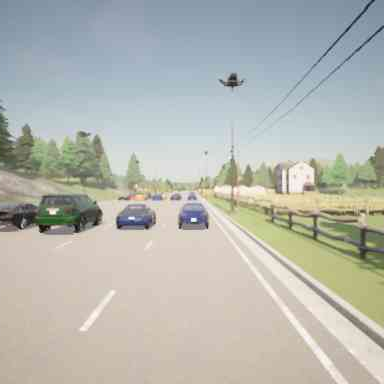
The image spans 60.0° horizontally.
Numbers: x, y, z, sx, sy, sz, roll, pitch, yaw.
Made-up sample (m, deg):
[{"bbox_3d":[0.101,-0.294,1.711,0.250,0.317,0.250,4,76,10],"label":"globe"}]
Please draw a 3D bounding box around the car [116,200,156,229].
[{"bbox_3d":[-3.391,1.434,20.723,1.994,1.385,4.181,0,0,0],"label":"car"}]

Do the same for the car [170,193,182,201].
[{"bbox_3d":[-3.471,1.123,68.585,1.994,1.385,4.181,0,0,0],"label":"car"}]

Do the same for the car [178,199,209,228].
[{"bbox_3d":[0.096,1.393,21.068,1.812,1.442,4.674,0,0,0],"label":"car"}]

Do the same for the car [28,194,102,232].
[{"bbox_3d":[-6.891,1.101,19.150,2.150,2.045,5.566,0,0,0],"label":"car"}]

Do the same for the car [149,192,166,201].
[{"bbox_3d":[-6.971,1.046,68.203,1.882,1.535,5.008,0,0,0],"label":"car"}]

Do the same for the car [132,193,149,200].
[{"bbox_3d":[-10.471,0.918,68.590,2.097,1.767,4.553,0,0,0],"label":"car"}]

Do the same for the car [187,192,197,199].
[{"bbox_3d":[0.029,1.090,68.617,1.812,1.442,4.674,0,0,0],"label":"car"}]

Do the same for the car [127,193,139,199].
[{"bbox_3d":[-13.966,0.893,78.655,1.994,1.385,4.181,0,0,0],"label":"car"}]

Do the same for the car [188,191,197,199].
[{"bbox_3d":[0.034,0.695,78.588,2.097,1.767,4.553,0,0,0],"label":"car"}]

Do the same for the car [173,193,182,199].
[{"bbox_3d":[-3.466,0.893,78.620,1.994,1.385,4.181,0,0,0],"label":"car"}]

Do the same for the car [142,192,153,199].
[{"bbox_3d":[-10.466,0.866,78.623,2.128,1.511,4.902,0,0,0],"label":"car"}]

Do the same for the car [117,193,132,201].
[{"bbox_3d":[-13.971,1.158,68.683,1.895,1.301,4.718,0,0,0],"label":"car"}]

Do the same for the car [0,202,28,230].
[{"bbox_3d":[-10.389,1.379,20.130,1.837,1.490,4.892,0,0,0],"label":"car"}]
